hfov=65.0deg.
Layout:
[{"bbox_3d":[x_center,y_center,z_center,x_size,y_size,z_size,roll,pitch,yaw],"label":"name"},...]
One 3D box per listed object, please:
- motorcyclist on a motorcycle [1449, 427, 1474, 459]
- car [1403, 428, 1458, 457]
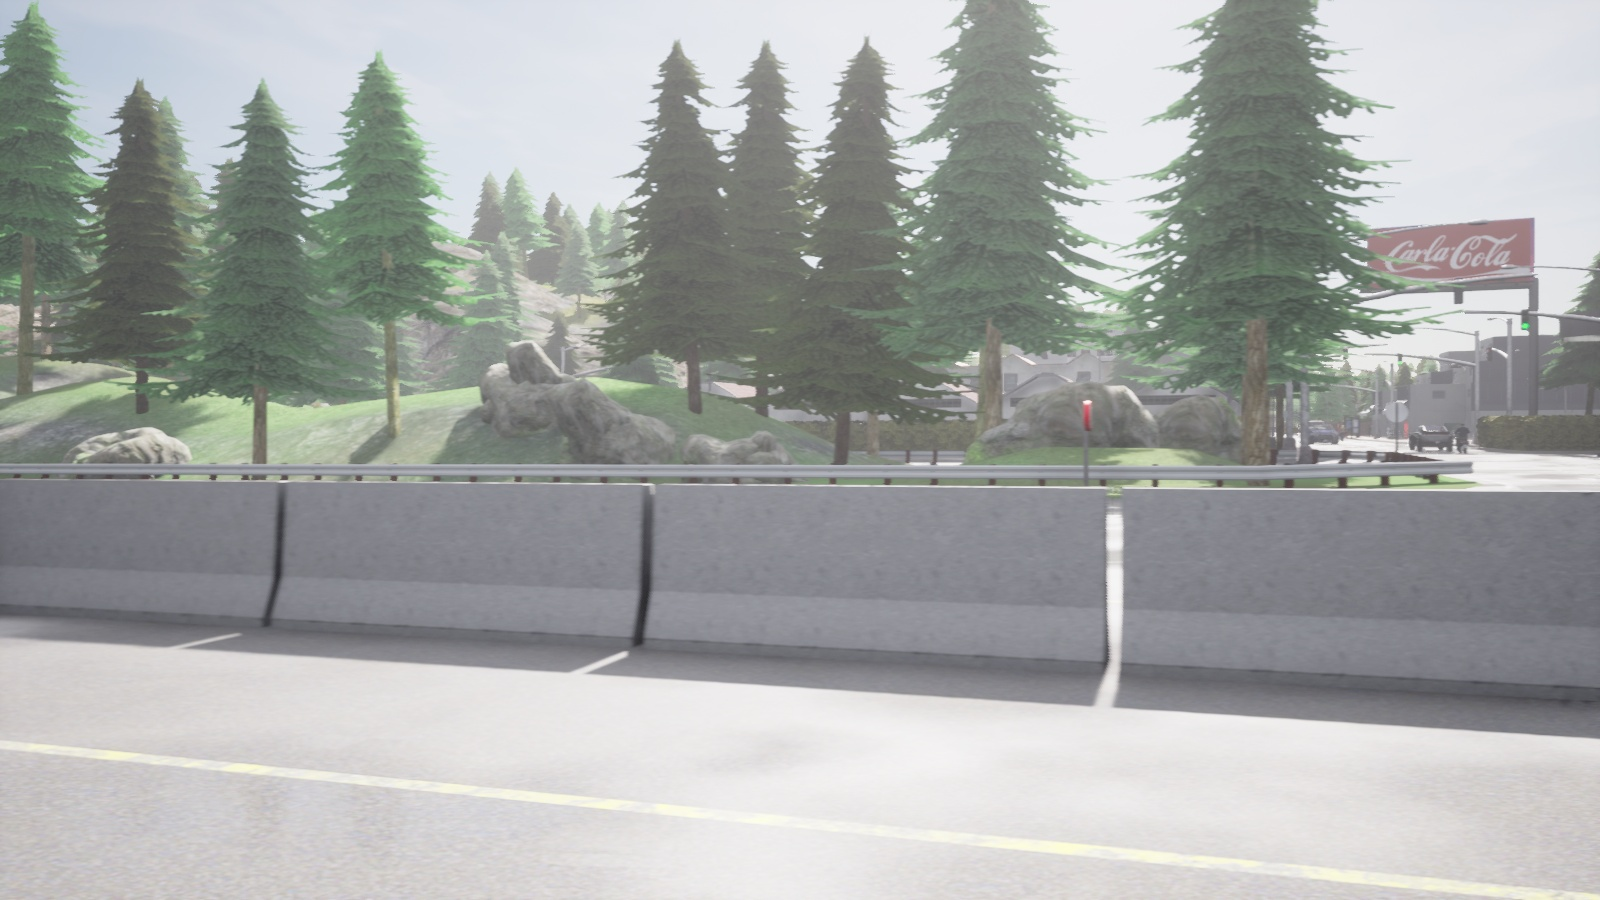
[{"bbox_3d":[33.542,-0.350,63.702,0.866,1.590,1.817,0,1,19],"label":"motorcyclist on a motorcycle"},{"bbox_3d":[36.727,-0.469,73.283,2.128,1.511,4.902,1,2,18],"label":"car"}]
